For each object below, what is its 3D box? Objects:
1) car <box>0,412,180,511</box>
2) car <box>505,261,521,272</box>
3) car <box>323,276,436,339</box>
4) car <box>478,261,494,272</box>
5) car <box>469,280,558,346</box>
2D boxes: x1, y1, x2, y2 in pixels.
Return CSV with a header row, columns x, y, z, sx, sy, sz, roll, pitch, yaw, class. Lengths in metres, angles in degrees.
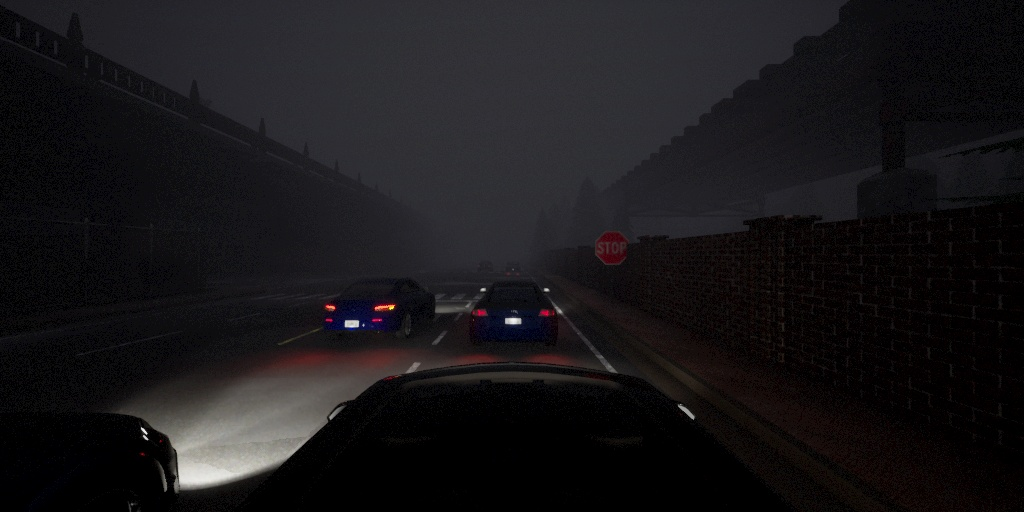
x,y,z,sx,sy,sz,roll,pitch,yaw,class
-3.399,1.314,0.835,1.994,1.385,4.181,0,0,0,car
0.109,1.351,46.211,1.895,1.301,4.718,0,0,-1,car
-3.411,1.276,9.930,1.812,1.442,4.674,0,0,0,car
-3.386,1.297,46.018,2.033,1.411,5.357,0,0,-1,car
0.070,1.314,9.407,1.994,1.385,4.181,0,0,1,car
